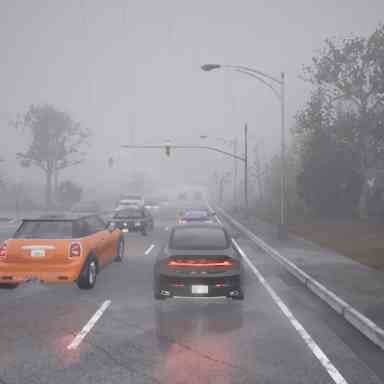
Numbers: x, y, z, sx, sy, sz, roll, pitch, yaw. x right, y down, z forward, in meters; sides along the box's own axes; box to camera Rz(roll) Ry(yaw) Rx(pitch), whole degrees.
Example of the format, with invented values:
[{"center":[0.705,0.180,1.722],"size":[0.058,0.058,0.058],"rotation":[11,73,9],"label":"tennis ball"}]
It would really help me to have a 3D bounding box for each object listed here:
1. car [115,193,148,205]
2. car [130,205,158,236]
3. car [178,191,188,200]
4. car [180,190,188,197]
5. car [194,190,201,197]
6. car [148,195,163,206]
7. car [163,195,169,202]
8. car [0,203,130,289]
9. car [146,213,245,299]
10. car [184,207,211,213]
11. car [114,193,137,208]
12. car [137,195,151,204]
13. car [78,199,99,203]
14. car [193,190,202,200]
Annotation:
[{"center":[-6.573,1.222,36.565],"size":[2.150,2.045,5.566],"rotation":[0,0,1],"label":"car"},{"center":[-3.242,1.601,18.437],"size":[1.895,1.301,4.718],"rotation":[0,0,0],"label":"car"},{"center":[-2.218,1.013,75.239],"size":[1.837,1.490,4.892],"rotation":[0,3,1],"label":"car"},{"center":[-2.015,0.341,85.657],"size":[1.812,1.442,4.674],"rotation":[0,3,1],"label":"car"},{"center":[1.485,0.316,85.587],"size":[1.837,1.490,4.892],"rotation":[0,3,1],"label":"car"},{"center":[-6.246,1.564,52.932],"size":[1.994,1.385,4.181],"rotation":[0,0,1],"label":"car"},{"center":[-5.840,1.293,69.065],"size":[1.882,1.535,5.008],"rotation":[0,2,1],"label":"car"},{"center":[-3.325,1.352,9.351],"size":[2.097,1.767,4.553],"rotation":[0,0,1],"label":"car"},{"center":[0.164,1.505,8.410],"size":[1.837,1.490,4.892],"rotation":[0,0,1],"label":"car"},{"center":[0.260,1.526,17.484],"size":[1.812,1.442,4.674],"rotation":[0,0,3],"label":"car"},{"center":[-9.815,1.221,49.701],"size":[2.150,2.045,5.566],"rotation":[0,0,1],"label":"car"},{"center":[-9.433,1.449,65.678],"size":[1.812,1.442,4.674],"rotation":[0,1,2],"label":"car"},{"center":[-10.157,1.506,32.385],"size":[1.837,1.490,4.892],"rotation":[0,0,1],"label":"car"},{"center":[1.281,1.053,75.173],"size":[2.033,1.411,5.357],"rotation":[0,3,1],"label":"car"}]
